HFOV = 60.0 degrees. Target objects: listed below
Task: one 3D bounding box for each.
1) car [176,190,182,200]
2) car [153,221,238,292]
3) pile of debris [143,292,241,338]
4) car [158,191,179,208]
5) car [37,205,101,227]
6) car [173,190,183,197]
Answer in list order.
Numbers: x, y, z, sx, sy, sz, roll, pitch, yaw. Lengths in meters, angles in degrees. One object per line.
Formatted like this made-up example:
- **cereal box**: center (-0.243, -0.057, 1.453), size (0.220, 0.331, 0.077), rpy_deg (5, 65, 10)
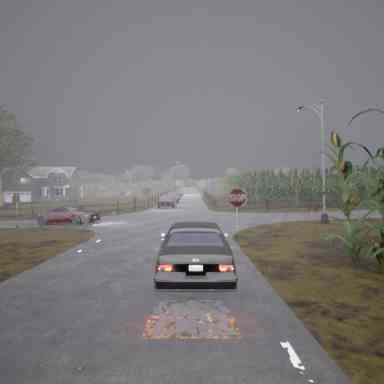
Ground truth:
- **car**: center (-2.849, 0.840, 48.698), size (1.882, 1.535, 5.008), rpy_deg (0, 2, 0)
- **car**: center (0.076, 1.510, 8.985), size (2.033, 1.411, 5.357), rpy_deg (0, 0, 0)
- **pile of debris**: center (-0.004, 2.158, 5.998), size (1.500, 0.140, 1.860), rpy_deg (0, 0, 0)
- **car**: center (-2.892, 1.050, 39.285), size (1.882, 1.535, 5.008), rpy_deg (0, 1, 1)
- **car**: center (-8.447, 1.591, 22.876), size (4.181, 1.385, 1.994), rpy_deg (-3, 2, 15)
- **car**: center (-2.791, 0.309, 68.354), size (1.994, 1.385, 4.181), rpy_deg (0, 2, 0)
